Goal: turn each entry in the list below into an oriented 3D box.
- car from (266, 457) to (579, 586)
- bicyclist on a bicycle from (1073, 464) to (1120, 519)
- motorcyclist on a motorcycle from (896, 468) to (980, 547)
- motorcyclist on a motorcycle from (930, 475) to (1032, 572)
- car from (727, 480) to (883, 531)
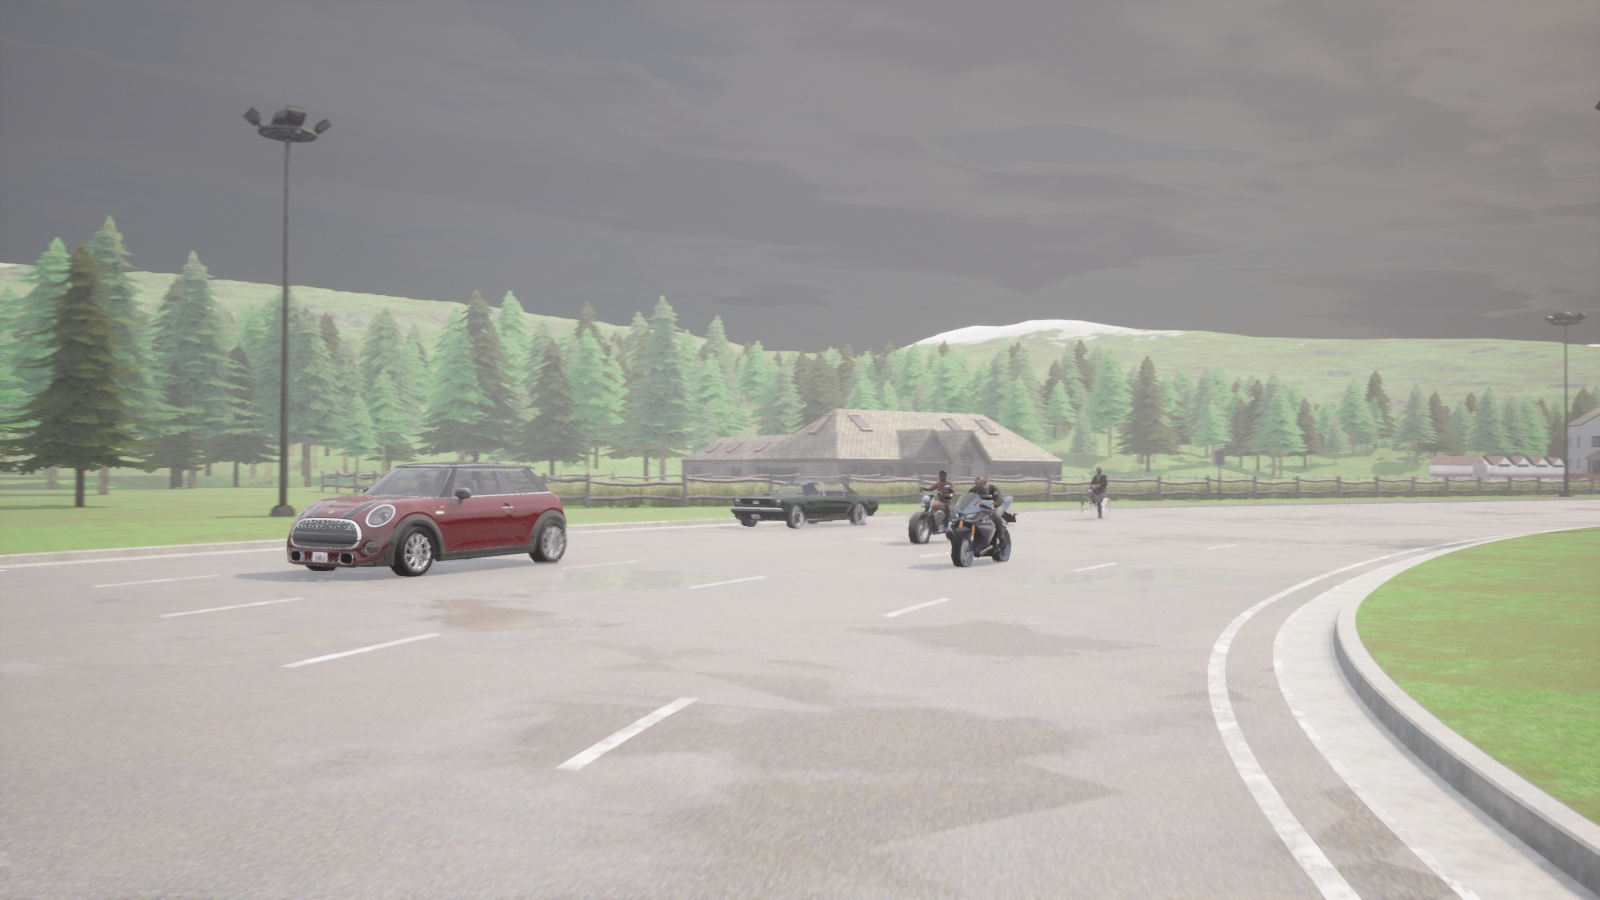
[{"bbox_3d":[-5.747,1.019,19.754,2.097,1.767,4.553,-1,-1,28],"label":"car"},{"bbox_3d":[9.717,1.348,41.087,0.659,1.776,1.843,-1,-1,44],"label":"bicyclist on a bicycle"},{"bbox_3d":[3.030,1.216,27.400,0.766,1.649,2.350,-1,-1,35],"label":"motorcyclist on a motorcycle"},{"bbox_3d":[3.077,1.196,21.139,0.866,1.530,2.191,-1,-1,32],"label":"motorcyclist on a motorcycle"},{"bbox_3d":[0.229,1.508,35.427,1.895,1.301,4.718,-1,-1,38],"label":"car"}]
